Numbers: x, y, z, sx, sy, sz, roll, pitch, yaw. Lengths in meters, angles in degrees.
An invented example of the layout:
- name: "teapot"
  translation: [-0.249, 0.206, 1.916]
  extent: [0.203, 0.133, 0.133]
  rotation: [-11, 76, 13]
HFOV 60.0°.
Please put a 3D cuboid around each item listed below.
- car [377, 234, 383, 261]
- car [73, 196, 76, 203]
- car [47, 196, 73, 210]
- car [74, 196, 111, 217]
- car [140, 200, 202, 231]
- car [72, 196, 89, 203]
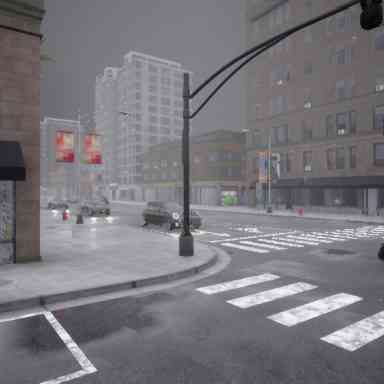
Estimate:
- name: "car"
  translation: [7.386, 1.352, 8.391]
  extent: [2.097, 1.767, 4.553]
  rotation: [0, 0, -36]
- name: "car"
  translation: [-21.393, 1.450, 59.649]
  extent: [2.033, 1.411, 5.357]
  rotation: [0, 0, -36]
- name: "car"
  translation: [-17.096, 1.443, 42.319]
  extent: [1.837, 1.490, 4.892]
  rotation: [0, 0, -36]
- name: "car"
  translation: [-9.259, 1.462, 31.420]
  extent: [1.837, 1.490, 4.892]
  rotation: [0, 0, -36]
- name: "car"
  translation: [-1.362, 1.330, 20.491]
  extent: [2.097, 1.767, 4.553]
  rotation: [0, 0, -36]
- name: "car"
  translation: [-22.228, 1.452, 66.335]
  extent: [1.994, 1.385, 4.181]
  rotation: [0, 0, -36]
